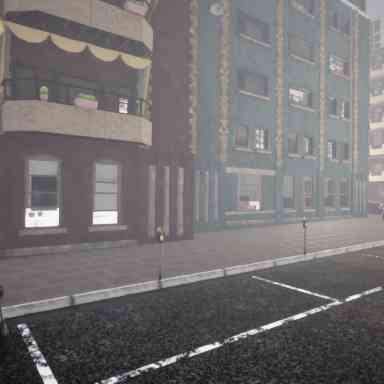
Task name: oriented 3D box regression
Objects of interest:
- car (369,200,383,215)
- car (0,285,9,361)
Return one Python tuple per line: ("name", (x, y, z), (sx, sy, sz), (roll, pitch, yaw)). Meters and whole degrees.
("car", (16.168, 1.241, 32.669), (2.192, 1.841, 5.009), (1, 0, -36))
("car", (-4.161, 1.566, 3.120), (4.313, 1.339, 1.947), (0, 1, -35))
